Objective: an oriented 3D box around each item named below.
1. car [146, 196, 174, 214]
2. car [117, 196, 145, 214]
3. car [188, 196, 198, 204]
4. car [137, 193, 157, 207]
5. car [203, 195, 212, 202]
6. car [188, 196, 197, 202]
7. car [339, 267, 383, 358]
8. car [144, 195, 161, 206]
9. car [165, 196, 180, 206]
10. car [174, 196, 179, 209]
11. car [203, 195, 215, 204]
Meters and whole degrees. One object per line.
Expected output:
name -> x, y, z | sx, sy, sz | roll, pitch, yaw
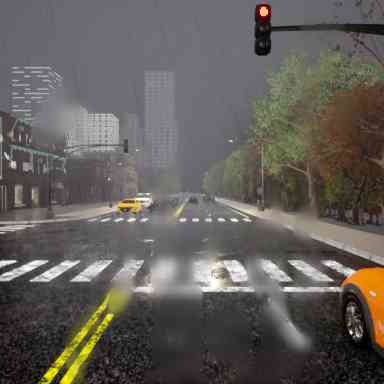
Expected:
car -> -3.263, 1.464, 34.905 | 1.882, 1.535, 5.008 | 0, 0, 0
car -> -6.511, 1.464, 34.892 | 1.882, 1.535, 5.008 | 0, 0, 0
car -> 0.251, 1.519, 64.439 | 2.033, 1.411, 5.357 | 0, 0, 1
car -> -6.484, 1.203, 44.831 | 2.150, 2.045, 5.566 | 0, 0, 0
car -> 3.430, 1.442, 74.879 | 1.882, 1.535, 5.008 | 0, 0, 0
car -> 0.180, 1.560, 74.932 | 1.895, 1.301, 4.718 | 0, 0, 0
car -> 3.359, 1.351, 3.398 | 2.097, 1.767, 4.553 | 0, 0, 0
car -> -6.455, 1.328, 54.791 | 2.097, 1.767, 4.553 | 0, 0, 0
car -> -3.204, 1.468, 54.943 | 2.128, 1.511, 4.902 | 0, 0, 0
car -> -3.234, 1.546, 44.915 | 1.994, 1.385, 4.181 | 0, 0, 0
car -> 3.500, 1.463, 64.714 | 2.128, 1.511, 4.902 | 0, 0, 0
